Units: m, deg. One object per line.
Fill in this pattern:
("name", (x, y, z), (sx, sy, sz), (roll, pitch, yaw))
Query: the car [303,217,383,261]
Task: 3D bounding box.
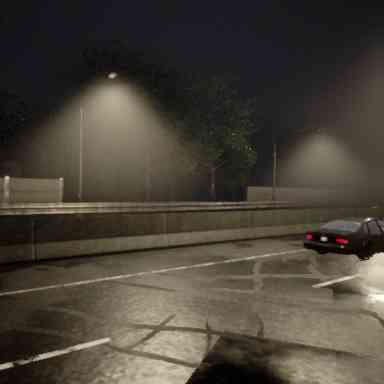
("car", (6.561, 1.681, 12.825), (5.357, 1.411, 2.033), (1, 0, -35))
